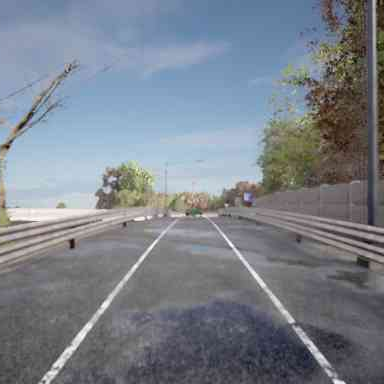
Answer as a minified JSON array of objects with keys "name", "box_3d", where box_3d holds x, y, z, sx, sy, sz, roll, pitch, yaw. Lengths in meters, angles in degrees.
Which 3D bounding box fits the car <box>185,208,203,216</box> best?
[{"name":"car","box_3d":[0.524,5.008,82.281,2.150,2.045,5.566,-3,-5,34]}]

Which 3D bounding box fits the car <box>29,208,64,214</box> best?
[{"name":"car","box_3d":[-24.807,3.480,56.893,5.357,1.411,2.033,3,-5,-34]}]
